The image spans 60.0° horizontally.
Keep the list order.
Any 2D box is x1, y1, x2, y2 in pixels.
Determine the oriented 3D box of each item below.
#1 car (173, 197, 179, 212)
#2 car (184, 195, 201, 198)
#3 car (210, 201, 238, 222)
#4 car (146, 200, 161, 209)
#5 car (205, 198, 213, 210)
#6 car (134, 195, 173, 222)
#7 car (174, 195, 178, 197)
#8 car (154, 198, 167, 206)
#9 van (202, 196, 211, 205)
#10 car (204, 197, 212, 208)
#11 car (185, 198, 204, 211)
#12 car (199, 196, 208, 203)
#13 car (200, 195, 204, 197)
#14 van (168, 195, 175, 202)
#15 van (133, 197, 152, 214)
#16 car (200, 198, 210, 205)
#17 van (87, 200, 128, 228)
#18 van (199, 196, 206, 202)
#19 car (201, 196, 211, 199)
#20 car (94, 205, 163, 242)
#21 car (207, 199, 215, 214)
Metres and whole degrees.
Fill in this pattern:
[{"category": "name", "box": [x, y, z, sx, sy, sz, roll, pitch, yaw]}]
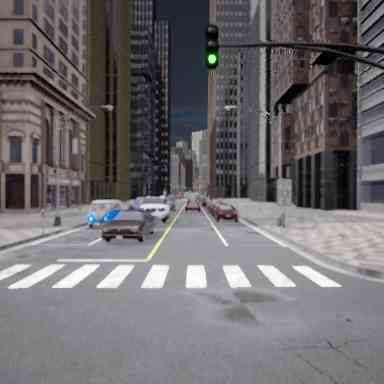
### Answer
[{"category": "car", "box": [-3.028, 1.718, 42.359, 1.837, 1.490, 4.892, 0, 0, 1]}, {"category": "car", "box": [0.047, 1.803, 57.204, 2.128, 1.511, 4.902, 0, 0, 0]}, {"category": "car", "box": [2.801, 1.702, 27.909, 1.887, 1.381, 4.507, 0, 0, 0]}, {"category": "car", "box": [-5.734, 1.831, 50.033, 1.802, 1.307, 4.206, 0, 0, 0]}, {"category": "car", "box": [2.807, 1.763, 38.959, 1.887, 1.381, 4.507, 0, 0, 0]}, {"category": "car", "box": [-3.062, 1.356, 27.858, 2.150, 2.045, 5.566, 0, 0, 1]}, {"category": "car", "box": [-5.698, 1.785, 88.708, 2.192, 1.841, 5.009, 0, 0, 0]}, {"category": "car", "box": [-5.724, 1.862, 61.083, 2.008, 1.369, 4.403, 0, 0, 0]}, {"category": "van", "box": [2.822, 1.717, 66.587, 1.690, 1.788, 3.998, 0, 0, 0]}, {"category": "car", "box": [2.810, 1.776, 44.654, 1.752, 1.417, 4.829, 0, 0, 0]}, {"category": "car", "box": [0.136, 1.800, 43.994, 1.994, 1.385, 4.181, 0, 0, 0]}, {"category": "car", "box": [2.831, 1.911, 83.163, 1.967, 1.590, 4.097, 0, 0, 0]}, {"category": "car", "box": [2.819, 1.659, 61.062, 2.192, 1.841, 5.009, 0, 0, 0]}, {"category": "van", "box": [-5.693, 1.843, 94.233, 1.690, 1.788, 3.998, 0, 0, 0]}, {"category": "van", "box": [-5.744, 1.527, 38.984, 1.690, 1.788, 3.998, 0, 0, 0]}, {"category": "car", "box": [2.825, 1.958, 72.111, 2.008, 1.369, 4.403, 0, 0, 0]}, {"category": "van", "box": [-5.759, 1.435, 22.410, 1.690, 1.788, 3.998, 0, 0, 0]}, {"category": "van", "box": [2.834, 1.843, 88.688, 1.690, 1.788, 3.998, 0, 0, 0]}, {"category": "car", "box": [2.816, 1.858, 55.535, 1.887, 1.381, 4.507, 0, 0, 0]}, {"category": "car", "box": [-3.045, 1.624, 17.193, 2.033, 1.411, 5.357, 0, 0, 3]}, {"category": "car", "box": [2.804, 1.732, 33.434, 1.887, 1.381, 4.507, 0, 0, 0]}]
